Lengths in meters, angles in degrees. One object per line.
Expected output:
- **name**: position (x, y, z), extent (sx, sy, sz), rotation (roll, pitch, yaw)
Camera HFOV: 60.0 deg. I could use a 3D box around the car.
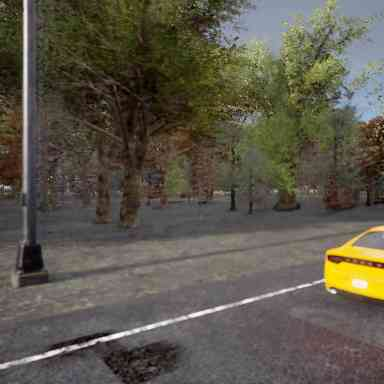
- **car**: position (4.967, 1.461, 7.286), extent (5.008, 1.535, 1.882), rotation (0, 0, -35)
